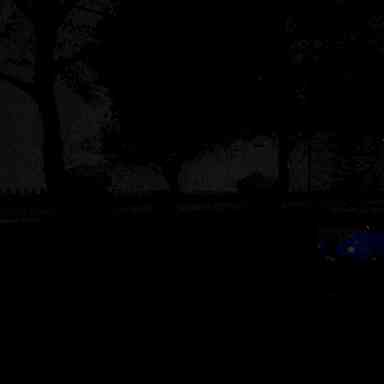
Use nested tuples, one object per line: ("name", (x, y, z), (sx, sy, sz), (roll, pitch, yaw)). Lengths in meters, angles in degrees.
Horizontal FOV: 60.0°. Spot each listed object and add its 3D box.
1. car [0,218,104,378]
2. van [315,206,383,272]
("car", (-3.588, 1.315, 4.000), (5.009, 1.841, 2.192), (0, 0, -35))
("van", (5.581, 1.346, 10.537), (3.998, 1.788, 1.690), (0, 0, -35))
